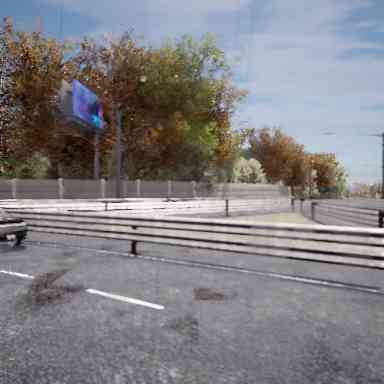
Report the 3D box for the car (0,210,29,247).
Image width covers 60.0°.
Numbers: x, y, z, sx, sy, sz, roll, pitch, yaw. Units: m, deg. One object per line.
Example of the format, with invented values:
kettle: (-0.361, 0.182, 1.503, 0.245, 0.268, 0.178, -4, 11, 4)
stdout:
car: (-8.554, 1.385, 12.976, 4.902, 1.511, 2.128, 0, 0, 28)
